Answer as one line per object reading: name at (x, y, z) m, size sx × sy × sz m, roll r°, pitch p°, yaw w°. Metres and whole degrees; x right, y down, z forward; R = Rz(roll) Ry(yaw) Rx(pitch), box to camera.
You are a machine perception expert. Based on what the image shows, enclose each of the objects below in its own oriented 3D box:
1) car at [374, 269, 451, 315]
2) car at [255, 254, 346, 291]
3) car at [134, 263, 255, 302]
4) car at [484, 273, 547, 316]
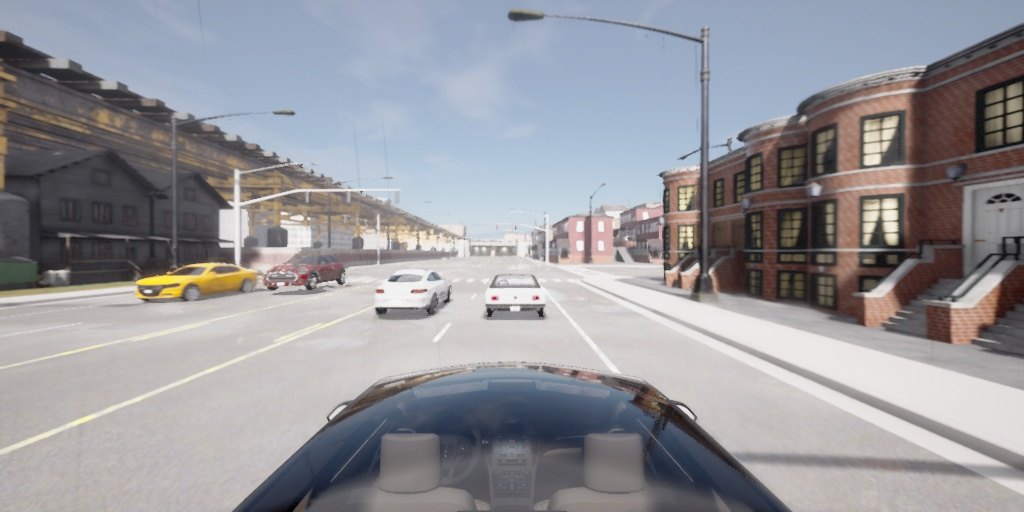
car at (-3.399, 1.173, 12.858) m, size 1.812 × 1.442 × 4.674 m, roll 0°, pitch 0°, yaw 0°
car at (-10.497, 0.668, 18.518) m, size 2.097 × 1.767 × 4.553 m, roll 0°, pitch 1°, yaw 0°
car at (-14.016, 1.094, 16.319) m, size 1.882 × 1.535 × 5.008 m, roll 0°, pitch 0°, yaw 0°
car at (0.102, 1.247, 12.780) m, size 1.895 × 1.301 × 4.718 m, roll 0°, pitch 1°, yaw 0°
